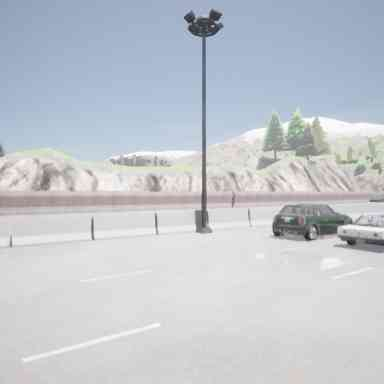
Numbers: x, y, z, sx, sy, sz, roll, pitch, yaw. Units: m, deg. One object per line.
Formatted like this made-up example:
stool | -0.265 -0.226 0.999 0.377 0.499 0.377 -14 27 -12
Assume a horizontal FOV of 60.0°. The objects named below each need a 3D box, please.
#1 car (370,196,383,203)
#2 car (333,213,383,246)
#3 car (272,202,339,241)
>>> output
car | 37.421 1.506 66.674 5.357 1.411 2.033 0 0 -43
car | 8.293 1.613 14.084 4.718 1.301 1.895 0 0 -35
car | 6.212 1.363 16.898 4.553 1.767 2.097 0 0 -35
